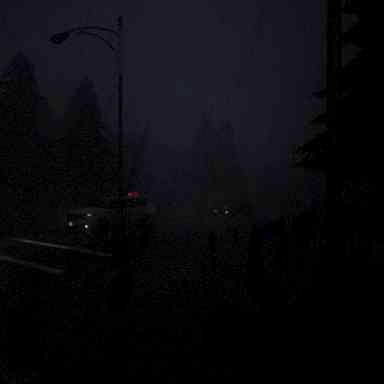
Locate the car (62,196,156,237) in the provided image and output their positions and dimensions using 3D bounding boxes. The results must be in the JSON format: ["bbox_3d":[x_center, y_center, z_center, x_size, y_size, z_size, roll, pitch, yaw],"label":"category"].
[{"bbox_3d":[-4.420,1.236,18.700,2.150,2.045,5.566,0,0,35],"label":"car"}]

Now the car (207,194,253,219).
[{"bbox_3d":[3.562,1.235,30.104,2.150,2.045,5.566,0,0,35],"label":"car"}]
